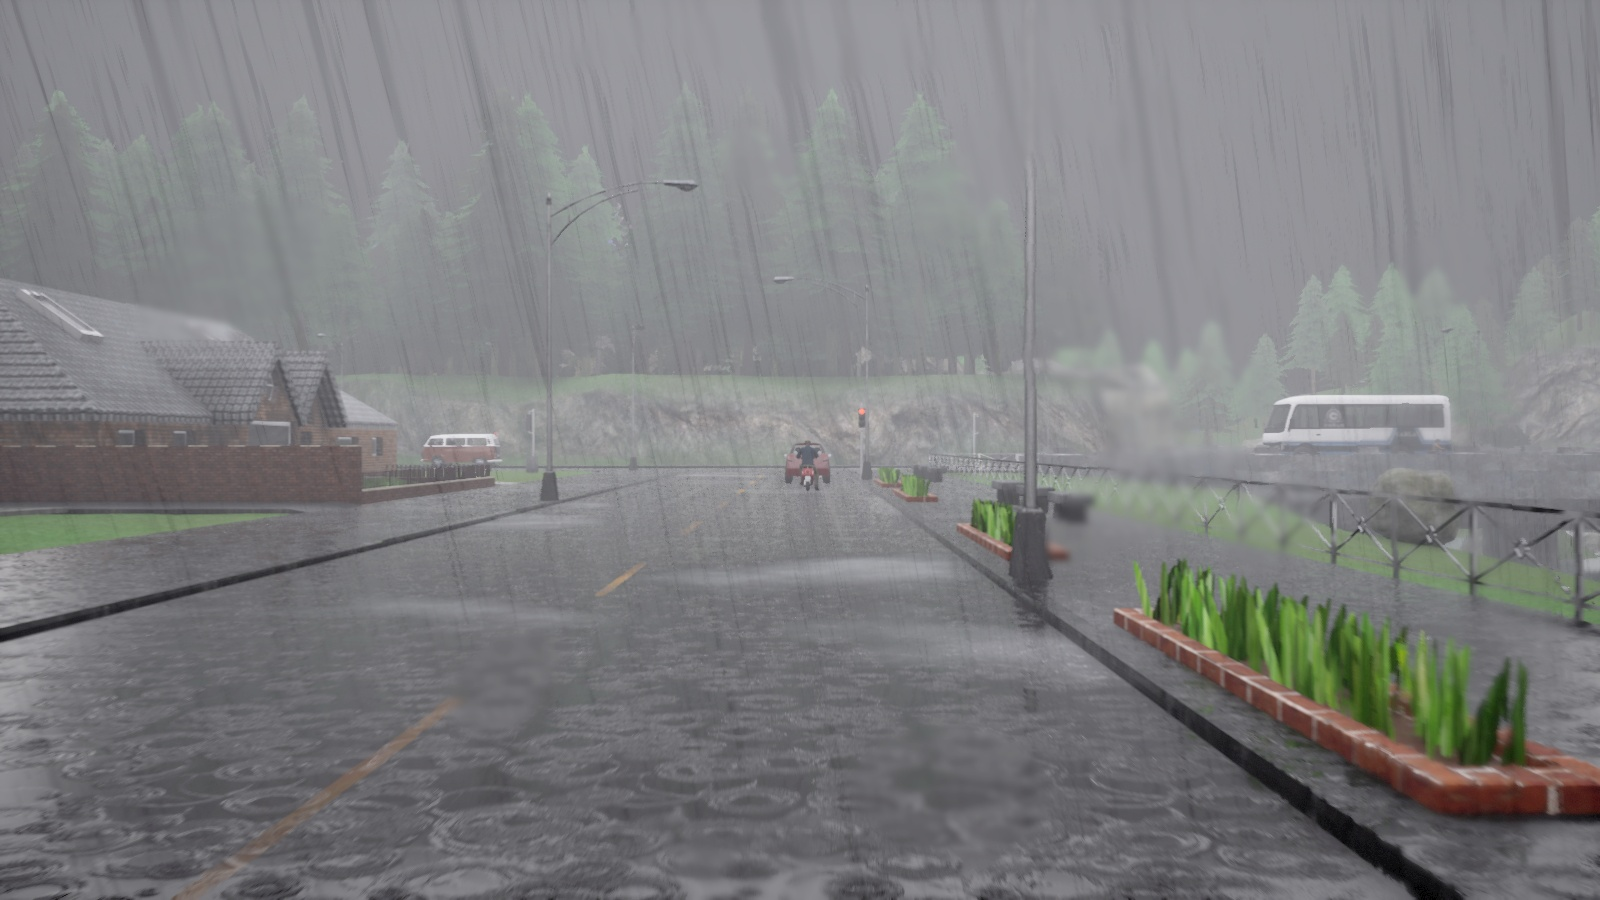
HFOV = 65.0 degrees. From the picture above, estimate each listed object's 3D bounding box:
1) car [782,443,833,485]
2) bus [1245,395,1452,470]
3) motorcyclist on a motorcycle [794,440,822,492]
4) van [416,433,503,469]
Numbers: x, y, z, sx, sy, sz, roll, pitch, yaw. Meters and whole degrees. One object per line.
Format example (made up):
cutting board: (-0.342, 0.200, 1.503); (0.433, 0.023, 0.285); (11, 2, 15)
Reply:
car: (0.287, 0.494, 47.270); (1.845, 1.501, 3.633); (0, 0, 0)
bus: (31.734, -1.016, 73.055); (10.273, 4.253, 3.944); (0, 0, 0)
motorcyclist on a motorcycle: (0.241, 0.479, 39.191); (0.866, 1.590, 1.817); (0, 0, 0)
van: (-19.862, 0.040, 73.363); (4.480, 2.038, 2.069); (0, 0, 0)
